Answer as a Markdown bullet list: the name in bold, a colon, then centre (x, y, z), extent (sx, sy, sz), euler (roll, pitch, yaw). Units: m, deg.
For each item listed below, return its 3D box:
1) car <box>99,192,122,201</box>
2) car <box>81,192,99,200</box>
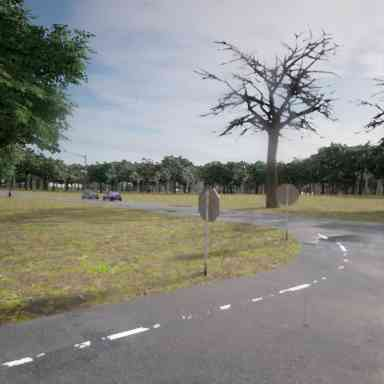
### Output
- **car**: centre (-12.391, 0.705, 51.820), extent (1.812, 1.442, 4.674), euler (2, -1, -35)
- **car**: centre (-18.341, 0.678, 60.018), extent (2.033, 1.411, 5.357), euler (2, -1, -36)
